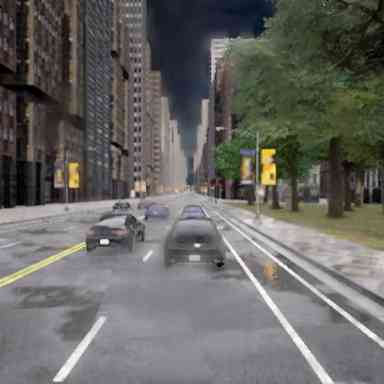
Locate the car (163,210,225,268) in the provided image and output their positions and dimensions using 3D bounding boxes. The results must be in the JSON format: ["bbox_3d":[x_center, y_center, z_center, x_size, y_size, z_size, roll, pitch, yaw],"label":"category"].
[{"bbox_3d":[0.080,1.600,11.679,1.837,1.490,4.892,0,0,0],"label":"car"}]

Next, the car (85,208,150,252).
[{"bbox_3d":[-3.155,1.637,14.308,1.812,1.442,4.674,0,0,0],"label":"car"}]

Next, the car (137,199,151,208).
[{"bbox_3d":[-6.544,1.811,46.747,1.837,1.490,4.892,0,-1,0],"label":"car"}]

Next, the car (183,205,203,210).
[{"bbox_3d":[0.086,1.727,25.310,2.033,1.411,5.357,0,0,0],"label":"car"}]

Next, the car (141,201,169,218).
[{"bbox_3d":[-3.138,1.774,30.628,1.994,1.385,4.181,0,0,0],"label":"car"}]

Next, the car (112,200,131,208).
[{"bbox_3d":[-9.792,1.869,46.581,1.994,1.385,4.181,0,0,0],"label":"car"}]
